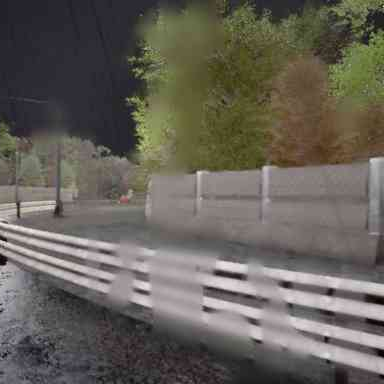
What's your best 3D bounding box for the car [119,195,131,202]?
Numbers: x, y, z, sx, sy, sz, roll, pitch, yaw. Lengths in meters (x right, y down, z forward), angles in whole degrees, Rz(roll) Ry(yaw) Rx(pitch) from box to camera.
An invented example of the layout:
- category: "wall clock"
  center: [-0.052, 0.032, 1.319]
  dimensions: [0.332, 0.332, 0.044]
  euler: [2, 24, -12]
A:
- category: "car"
  center: [-16.388, 1.531, 81.996]
  dimensions: [2.097, 1.767, 4.553]
  euler: [0, 0, 2]
